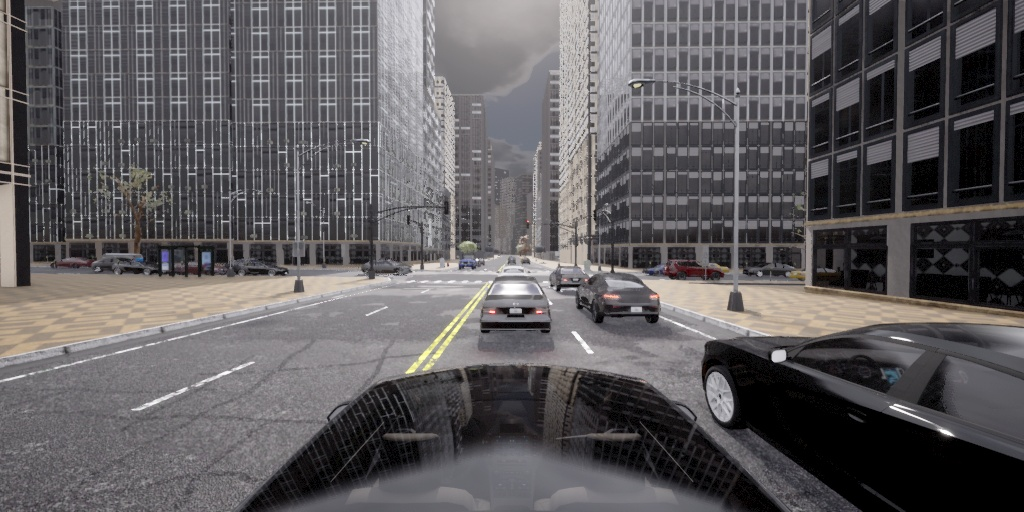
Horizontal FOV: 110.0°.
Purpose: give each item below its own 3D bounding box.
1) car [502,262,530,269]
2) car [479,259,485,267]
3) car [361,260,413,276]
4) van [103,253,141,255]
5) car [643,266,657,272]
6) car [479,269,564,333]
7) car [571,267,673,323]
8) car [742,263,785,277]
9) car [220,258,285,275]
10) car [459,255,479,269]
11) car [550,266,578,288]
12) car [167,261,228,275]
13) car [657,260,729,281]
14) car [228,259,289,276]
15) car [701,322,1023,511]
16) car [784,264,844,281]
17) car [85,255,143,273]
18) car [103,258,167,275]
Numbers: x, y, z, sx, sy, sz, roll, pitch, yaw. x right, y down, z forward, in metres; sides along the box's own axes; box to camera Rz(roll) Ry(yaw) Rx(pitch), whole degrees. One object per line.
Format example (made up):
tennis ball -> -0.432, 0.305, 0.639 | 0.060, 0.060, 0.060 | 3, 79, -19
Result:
car -> 0.088, 1.265, 20.257 | 1.812, 1.442, 4.674 | 0, 0, 0
car -> -6.606, 1.191, 63.815 | 2.128, 1.511, 4.902 | 0, 0, 0
car -> -12.238, 1.149, 35.177 | 4.902, 1.511, 2.128 | 0, 1, 1
van -> -45.314, 0.603, 41.626 | 3.998, 1.789, 1.690 | 0, 0, 1
car -> 16.700, 1.410, 37.944 | 5.357, 1.411, 2.033 | 0, 1, 1
car -> 0.096, 1.293, 10.666 | 2.033, 1.411, 5.357 | 0, 0, 0
car -> 3.345, 1.271, 11.936 | 1.812, 1.442, 4.674 | 0, 0, 0
car -> 27.016, 1.459, 37.772 | 4.892, 1.490, 1.837 | 1, 1, 1
car -> -25.535, 1.029, 35.436 | 4.902, 1.511, 2.128 | 0, 1, 1
car -> -6.633, 0.933, 53.897 | 2.150, 2.045, 5.566 | 0, 0, 0
car -> 3.339, 1.286, 21.347 | 2.033, 1.411, 5.357 | 0, 0, 0
car -> -28.436, 1.136, 32.804 | 4.207, 1.307, 1.802 | 0, 0, 1
car -> 16.173, 1.267, 32.174 | 5.009, 1.841, 2.192 | 0, 0, 1
car -> -22.752, 1.172, 32.675 | 4.313, 1.339, 1.948 | 0, 0, 1
car -> 3.345, 1.227, 2.590 | 1.882, 1.535, 5.008 | 0, 0, 0
car -> 27.622, 1.577, 31.985 | 4.829, 1.417, 1.751 | 0, 0, 1
car -> -38.809, 0.921, 35.704 | 4.892, 1.490, 1.837 | 1, 1, 1
car -> -34.117, 1.068, 32.973 | 4.313, 1.339, 1.948 | 0, 0, 1
